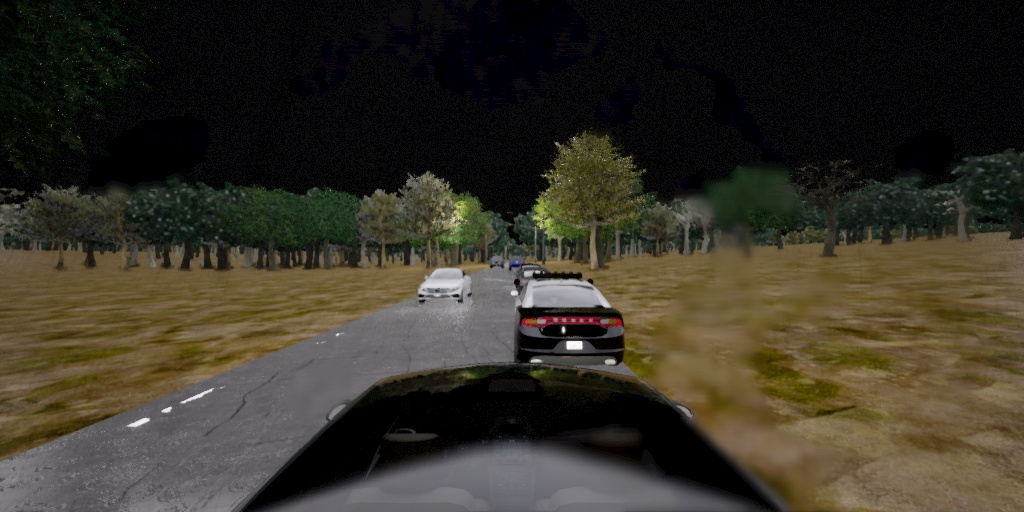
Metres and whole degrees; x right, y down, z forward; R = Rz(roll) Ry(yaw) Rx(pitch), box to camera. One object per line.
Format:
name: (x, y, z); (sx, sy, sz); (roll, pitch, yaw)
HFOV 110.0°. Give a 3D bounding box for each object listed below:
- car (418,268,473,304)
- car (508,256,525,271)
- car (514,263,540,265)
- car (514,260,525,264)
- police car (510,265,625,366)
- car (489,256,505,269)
car: (-2.901, 1.269, 16.402); (1.812, 1.442, 4.674); (0, 0, 1)
car: (0.674, 0.979, 50.099); (2.150, 2.045, 5.566); (0, 0, 1)
car: (1.119, 1.269, 18.003); (1.812, 1.442, 4.674); (0, 0, 1)
car: (1.193, 1.250, 24.002); (1.837, 1.490, 4.892); (0, 0, 1)
police car: (0.996, 1.171, 8.112); (1.930, 1.638, 5.238); (0, 0, 1)
car: (-2.375, 0.983, 57.527); (2.150, 2.045, 5.566); (0, 0, 1)
